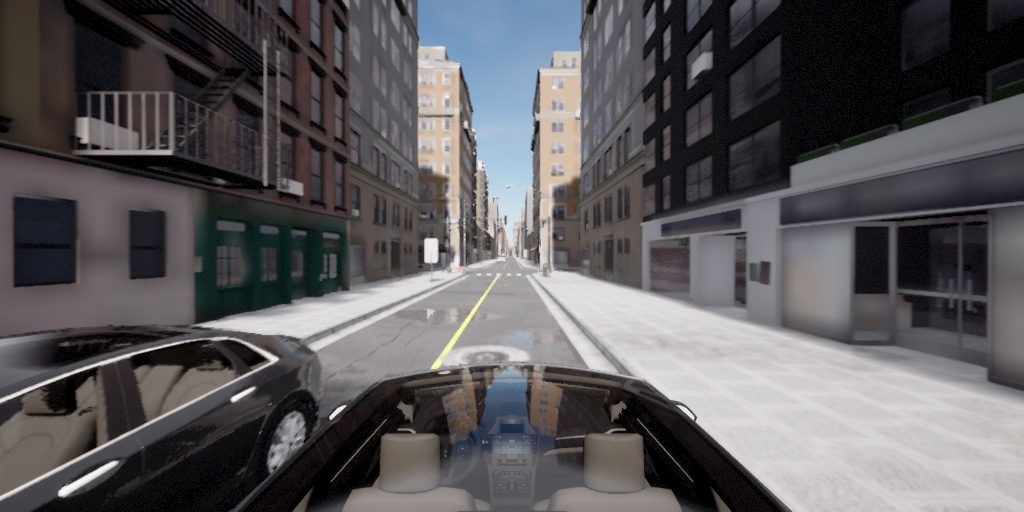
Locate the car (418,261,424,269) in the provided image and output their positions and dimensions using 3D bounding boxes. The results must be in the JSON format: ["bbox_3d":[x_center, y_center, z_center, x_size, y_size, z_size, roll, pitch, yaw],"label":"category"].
[{"bbox_3d":[-14.537,1.246,50.145,4.313,1.339,1.948,0,0,0],"label":"car"}]

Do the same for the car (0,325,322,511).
[{"bbox_3d":[-2.850,1.255,1.738,1.837,1.490,4.892,0,0,0],"label":"car"}]
